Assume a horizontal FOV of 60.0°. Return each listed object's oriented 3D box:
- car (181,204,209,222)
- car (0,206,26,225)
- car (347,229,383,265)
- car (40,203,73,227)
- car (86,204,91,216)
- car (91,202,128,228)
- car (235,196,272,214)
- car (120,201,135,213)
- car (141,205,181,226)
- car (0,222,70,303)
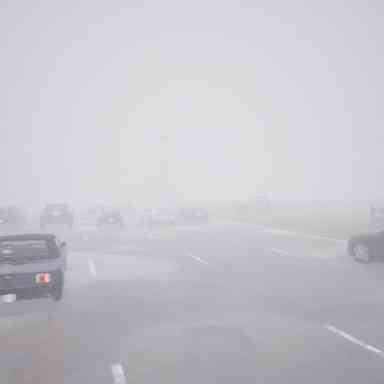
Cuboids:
[{"bbox_3d":[-0.127,1.742,28.361,1.994,1.385,4.181,0,0,-20],"label":"car"},{"bbox_3d":[-13.750,1.783,24.892,1.837,1.490,4.892,0,0,-20],"label":"car"},{"bbox_3d":[6.633,1.503,9.305,1.837,1.490,4.892,0,0,-20],"label":"car"},{"bbox_3d":[-10.007,1.596,24.801,2.097,1.767,4.553,0,0,-20],"label":"car"},{"bbox_3d":[-10.858,1.897,37.669,1.994,1.385,4.181,0,0,-20],"label":"car"},{"bbox_3d":[-6.137,1.733,24.338,1.812,1.442,4.674,0,0,-19],"label":"car"},{"bbox_3d":[6.653,1.376,35.623,3.866,1.878,1.905,0,0,-20],"label":"car"},{"bbox_3d":[-8.262,1.855,40.826,1.812,1.442,4.674,0,0,-20],"label":"car"},{"bbox_3d":[-2.597,1.704,24.850,1.812,1.442,4.674,0,0,-19],"label":"car"},{"bbox_3d":[-4.118,1.688,8.209,1.895,1.301,4.718,0,0,-20],"label":"car"}]
